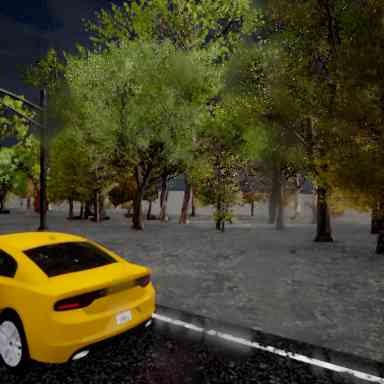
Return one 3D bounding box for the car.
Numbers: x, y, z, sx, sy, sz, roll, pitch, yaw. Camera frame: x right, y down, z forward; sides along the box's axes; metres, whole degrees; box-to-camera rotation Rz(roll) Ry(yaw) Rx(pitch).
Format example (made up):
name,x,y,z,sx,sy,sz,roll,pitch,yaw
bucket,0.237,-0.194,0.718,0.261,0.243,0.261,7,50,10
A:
name,x,y,z,sx,sy,sz,roll,pitch,yaw
car,-2.899,1.447,5.749,5.008,1.535,1.882,1,0,35
